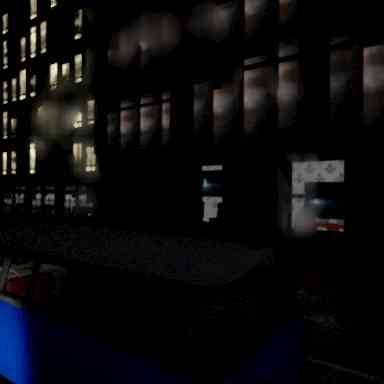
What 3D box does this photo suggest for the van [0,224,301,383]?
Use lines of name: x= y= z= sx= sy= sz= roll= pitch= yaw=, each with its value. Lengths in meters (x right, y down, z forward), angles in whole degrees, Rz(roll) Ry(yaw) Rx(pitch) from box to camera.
van: x=-0.905 y=1.316 z=3.519 sx=3.998 sy=1.788 sz=1.690 roll=1 pitch=0 yaw=35
